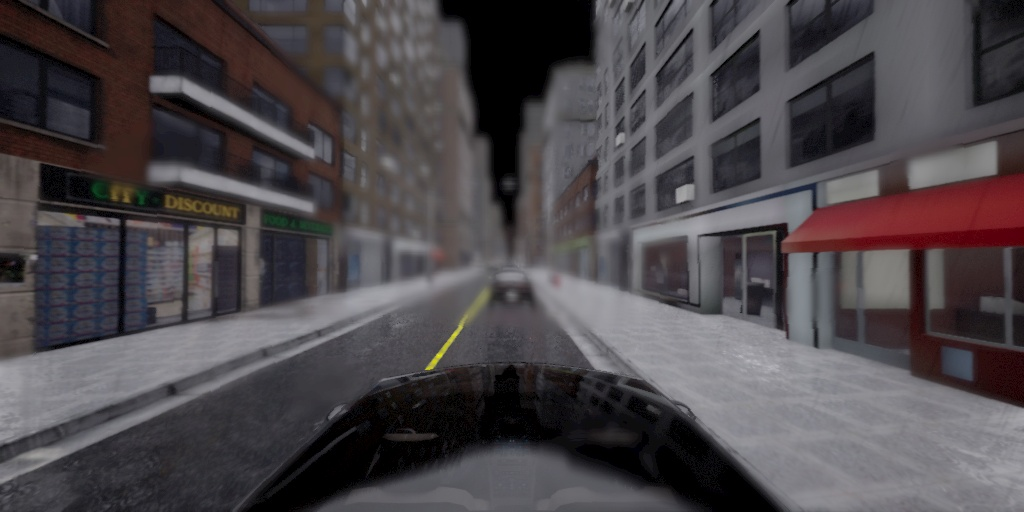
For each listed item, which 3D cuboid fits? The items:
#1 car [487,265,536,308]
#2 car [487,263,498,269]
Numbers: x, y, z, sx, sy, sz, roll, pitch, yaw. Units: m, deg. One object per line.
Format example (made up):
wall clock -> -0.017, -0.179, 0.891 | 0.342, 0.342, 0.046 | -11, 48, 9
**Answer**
car -> 0.028, 1.376, 16.102 | 1.882, 1.535, 5.008 | 0, 0, 1
car -> -3.082, 1.834, 58.923 | 1.882, 1.535, 5.008 | 0, -1, 0
